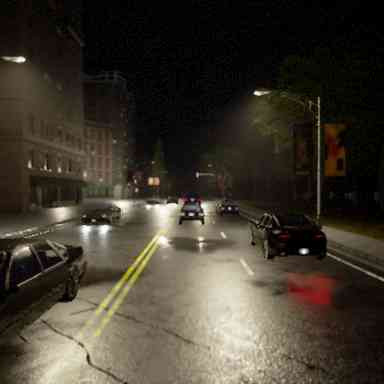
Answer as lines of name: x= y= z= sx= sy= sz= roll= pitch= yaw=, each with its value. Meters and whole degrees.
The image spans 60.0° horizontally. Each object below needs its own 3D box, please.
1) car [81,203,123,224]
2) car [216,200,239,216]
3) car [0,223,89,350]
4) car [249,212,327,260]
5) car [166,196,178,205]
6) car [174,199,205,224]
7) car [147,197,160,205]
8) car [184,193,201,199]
car: x=-6.530 y=1.515 z=24.805 sx=2.033 sy=1.411 sz=5.357 roll=0 pitch=0 yaw=0
car: x=3.312 y=1.504 z=31.549 sx=2.033 sy=1.411 sz=5.357 roll=0 pitch=0 yaw=0
car: x=-3.345 y=1.541 z=5.527 sx=2.033 sy=1.411 sz=5.357 roll=0 pitch=0 yaw=0
car: x=3.343 y=1.491 z=12.350 sx=1.837 sy=1.490 sz=4.892 roll=0 pitch=1 yaw=0
car: x=-3.316 y=1.455 z=57.133 sx=2.033 sy=1.411 sz=5.357 roll=0 pitch=0 yaw=1
car: x=0.006 y=1.515 z=24.515 sx=2.033 sy=1.411 sz=5.357 roll=0 pitch=0 yaw=1
car: x=-6.569 y=1.509 z=57.171 sx=1.895 sy=1.301 sz=4.718 roll=0 pitch=0 yaw=1
car: x=0.070 y=1.153 z=44.634 sx=2.150 sy=2.045 sz=5.566 roll=0 pitch=0 yaw=0
